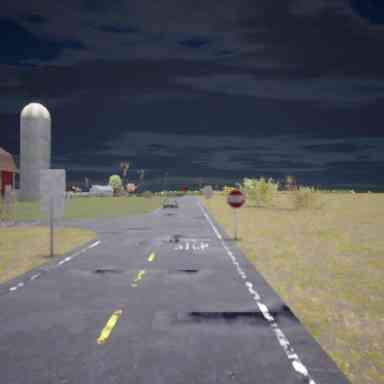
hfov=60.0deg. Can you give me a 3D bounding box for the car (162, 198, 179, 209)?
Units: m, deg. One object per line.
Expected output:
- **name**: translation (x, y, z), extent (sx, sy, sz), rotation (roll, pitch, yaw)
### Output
- **car**: translation (-2.764, 1.549, 43.722), extent (1.994, 1.385, 4.181), rotation (0, 1, 0)
